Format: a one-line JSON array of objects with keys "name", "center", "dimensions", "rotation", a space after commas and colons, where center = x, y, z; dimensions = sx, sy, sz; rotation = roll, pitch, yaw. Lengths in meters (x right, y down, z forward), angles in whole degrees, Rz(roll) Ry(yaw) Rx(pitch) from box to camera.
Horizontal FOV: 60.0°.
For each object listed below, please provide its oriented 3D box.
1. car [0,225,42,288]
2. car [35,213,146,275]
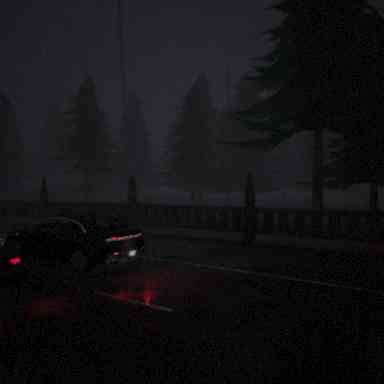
[{"name": "car", "center": [-6.111, 1.473, 7.614], "dimensions": [5.357, 1.411, 2.033], "rotation": [0, 0, 30]}, {"name": "car", "center": [-3.682, 1.412, 10.161], "dimensions": [4.902, 1.511, 2.128], "rotation": [0, 0, 31]}]
